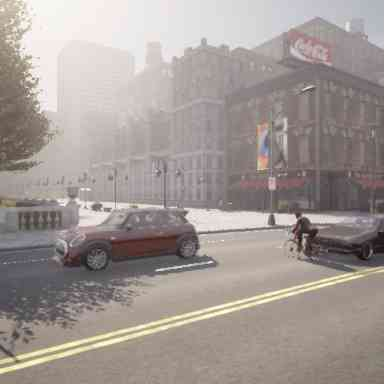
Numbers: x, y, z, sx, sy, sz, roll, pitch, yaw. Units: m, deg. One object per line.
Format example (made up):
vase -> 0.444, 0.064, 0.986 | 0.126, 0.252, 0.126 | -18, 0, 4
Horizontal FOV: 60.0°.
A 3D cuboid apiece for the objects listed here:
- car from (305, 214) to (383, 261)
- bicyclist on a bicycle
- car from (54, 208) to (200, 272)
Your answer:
car -> 6.694, 1.547, 12.382 | 5.357, 1.411, 2.033 | 0, 0, -30
bicyclist on a bicycle -> 3.607, 1.455, 10.792 | 0.582, 1.620, 1.656 | 0, -2, -32
car -> -2.027, 1.352, 10.902 | 4.553, 1.767, 2.097 | 0, 0, -33
